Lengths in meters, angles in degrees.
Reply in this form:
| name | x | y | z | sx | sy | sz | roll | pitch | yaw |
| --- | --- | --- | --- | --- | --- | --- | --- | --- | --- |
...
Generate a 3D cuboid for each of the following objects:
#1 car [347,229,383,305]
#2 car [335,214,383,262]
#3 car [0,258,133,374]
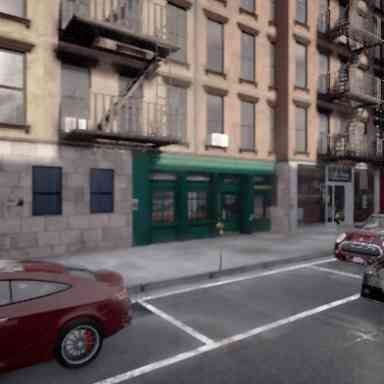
| name | x | y | z | sx | sy | sz | roll | pitch | yaw |
| --- | --- | --- | --- | --- | --- | --- | --- | --- | --- |
| car | 5.342 | 1.565 | 6.869 | 4.181 | 1.385 | 1.994 | 0 | 0 | -35 |
| car | 6.434 | 1.441 | 10.782 | 4.097 | 1.590 | 1.967 | 0 | 0 | -35 |
| car | -2.811 | 1.582 | 4.186 | 4.206 | 1.307 | 1.802 | 0 | 0 | -35 |
